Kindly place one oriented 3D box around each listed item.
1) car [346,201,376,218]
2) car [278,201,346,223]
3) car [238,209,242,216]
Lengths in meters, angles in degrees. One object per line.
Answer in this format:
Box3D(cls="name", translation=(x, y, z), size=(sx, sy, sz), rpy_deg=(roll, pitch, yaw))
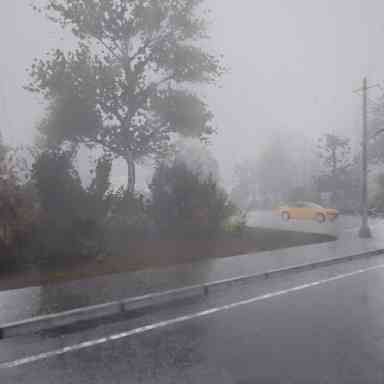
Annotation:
Box3D(cls="car", translation=(14.729, 1.596, 31.524), size=(1.837, 1.490, 4.892), rpy_deg=(-1, 0, -37))
Box3D(cls="car", translation=(9.326, 1.566, 26.865), size=(1.882, 1.535, 5.008), rpy_deg=(0, -1, -39))
Box3D(cls="car", translation=(2.991, 1.584, 34.354), size=(2.097, 1.767, 4.553), rpy_deg=(0, -1, -43))
